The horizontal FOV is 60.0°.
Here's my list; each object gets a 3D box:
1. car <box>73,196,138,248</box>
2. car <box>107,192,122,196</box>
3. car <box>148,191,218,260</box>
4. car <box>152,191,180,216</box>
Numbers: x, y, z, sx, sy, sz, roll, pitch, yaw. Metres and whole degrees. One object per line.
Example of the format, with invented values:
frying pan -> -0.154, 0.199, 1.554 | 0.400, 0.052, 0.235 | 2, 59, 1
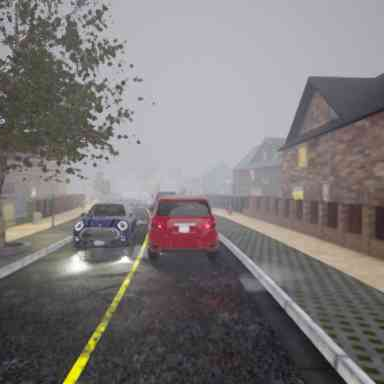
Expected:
car -> -3.508, 1.215, 14.114 | 2.097, 1.767, 4.553 | 0, 1, -5
car -> -19.277, 0.736, 84.580 | 2.033, 1.411, 5.357 | 0, 0, -25
car -> -0.400, 1.107, 12.087 | 2.150, 2.045, 5.566 | 0, 1, -4
car -> -2.467, 0.926, 30.419 | 2.150, 2.045, 5.566 | 0, 1, -9
